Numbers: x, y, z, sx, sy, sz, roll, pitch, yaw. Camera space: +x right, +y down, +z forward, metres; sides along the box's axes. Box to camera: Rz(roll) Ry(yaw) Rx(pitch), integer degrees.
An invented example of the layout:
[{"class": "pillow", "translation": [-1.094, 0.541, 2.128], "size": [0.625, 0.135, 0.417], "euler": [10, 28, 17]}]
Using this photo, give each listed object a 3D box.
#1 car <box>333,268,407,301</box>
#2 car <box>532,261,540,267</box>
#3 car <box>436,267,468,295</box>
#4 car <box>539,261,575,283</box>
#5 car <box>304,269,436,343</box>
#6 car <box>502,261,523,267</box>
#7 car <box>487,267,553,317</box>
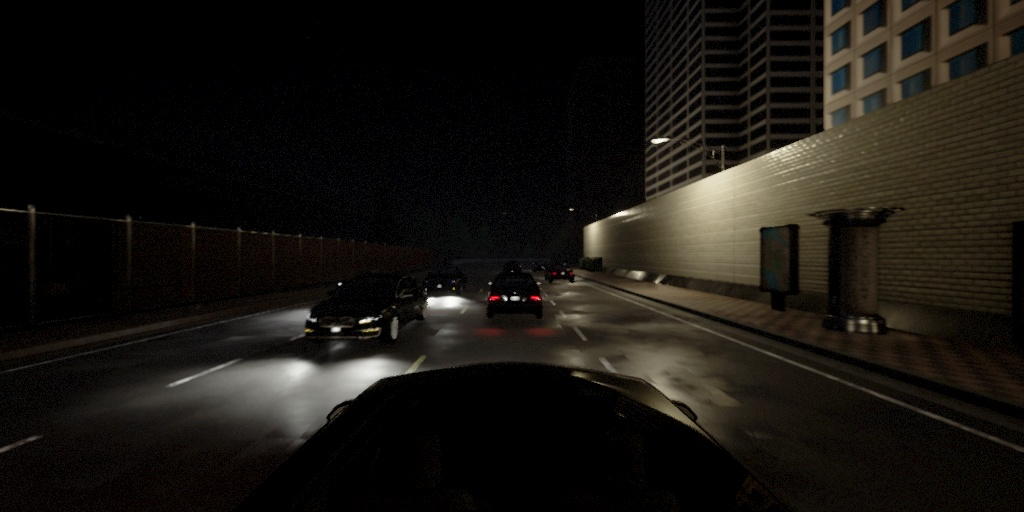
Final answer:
[{"class": "car", "translation": [-7.028, 1.346, 18.303], "size": [1.895, 1.301, 4.718], "euler": [0, 0, 0]}, {"class": "car", "translation": [3.551, 1.289, 44.035], "size": [1.994, 1.385, 4.181], "euler": [0, 0, 0]}, {"class": "car", "translation": [-3.600, 1.306, 19.786], "size": [1.994, 1.385, 4.181], "euler": [0, 0, 0]}, {"class": "car", "translation": [3.578, 1.281, 27.759], "size": [2.033, 1.411, 5.357], "euler": [0, 0, 0]}, {"class": "car", "translation": [-3.604, 1.253, 9.762], "size": [1.837, 1.490, 4.892], "euler": [0, 0, 0]}, {"class": "car", "translation": [0.051, 1.234, 36.653], "size": [1.837, 1.490, 4.892], "euler": [0, 0, 0]}, {"class": "car", "translation": [0.095, 1.291, 13.030], "size": [2.033, 1.411, 5.357], "euler": [0, 0, 0]}]
